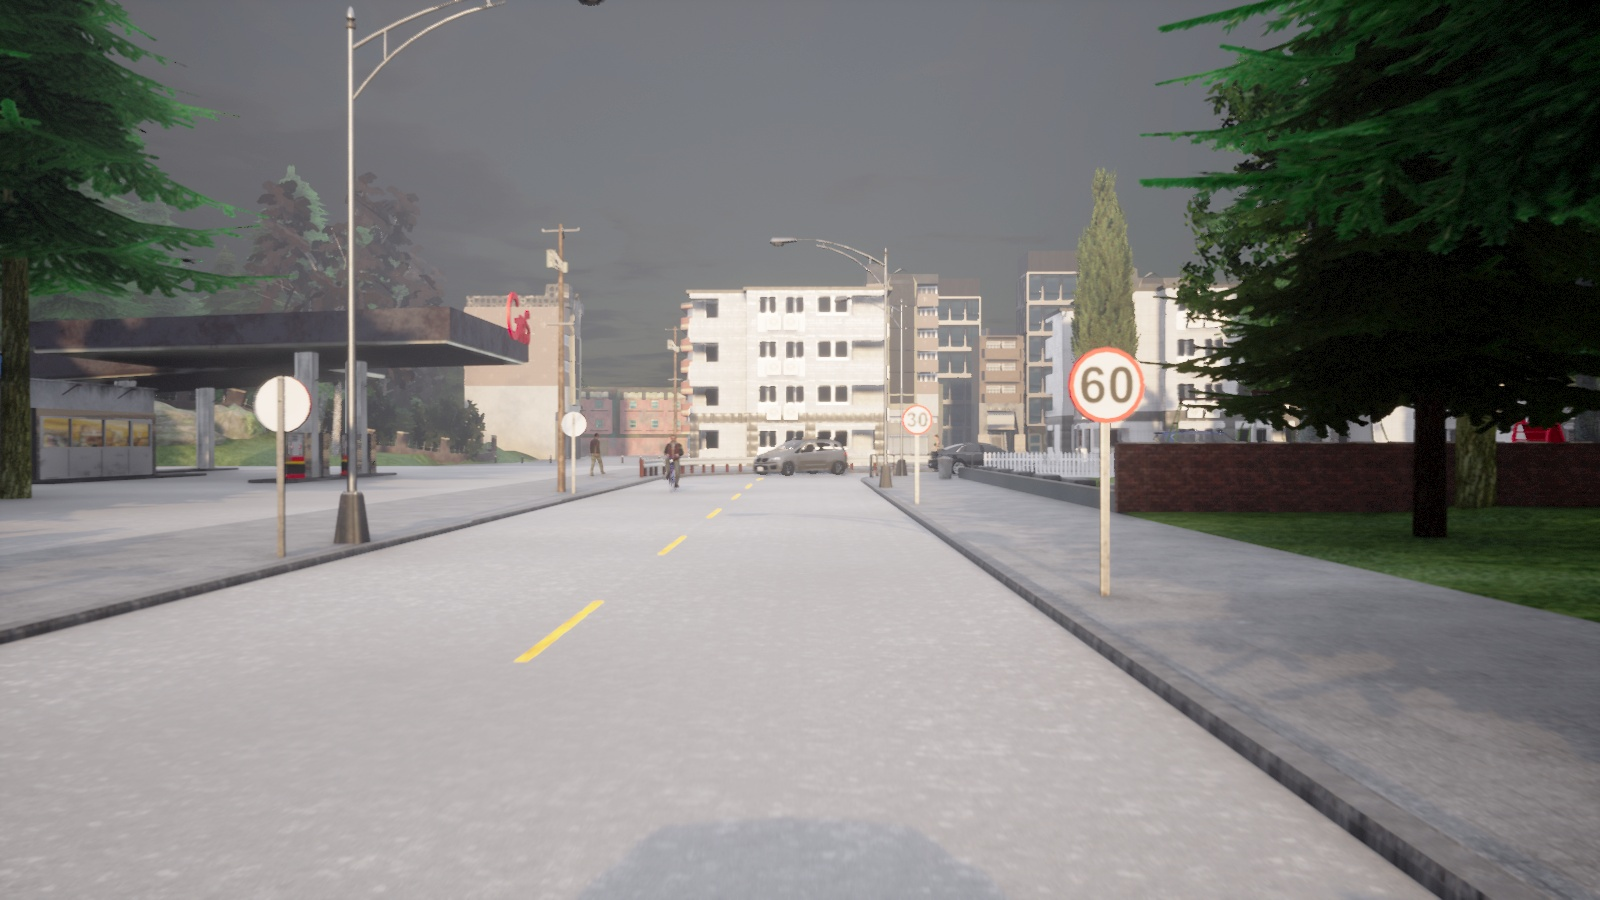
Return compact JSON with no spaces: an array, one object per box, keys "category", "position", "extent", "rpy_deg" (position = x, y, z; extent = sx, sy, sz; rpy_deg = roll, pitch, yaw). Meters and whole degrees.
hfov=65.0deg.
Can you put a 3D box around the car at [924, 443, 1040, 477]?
[{"category":"car","position":[8.269,0.436,57.128],"extent":[4.892,1.490,1.837],"rpy_deg":[0,0,-12]}]

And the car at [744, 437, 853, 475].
[{"category":"car","position":[-0.051,0.267,57.711],"extent":[4.611,1.667,2.242],"rpy_deg":[0,0,-39]}]

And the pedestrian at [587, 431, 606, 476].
[{"category":"pedestrian","position":[-8.433,0.154,52.116],"extent":[0.431,1.840,0.703],"rpy_deg":[0,0,30]}]

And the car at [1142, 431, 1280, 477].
[{"category":"car","position":[18.672,0.158,57.238],"extent":[5.566,2.045,2.150],"rpy_deg":[0,0,1]}]
